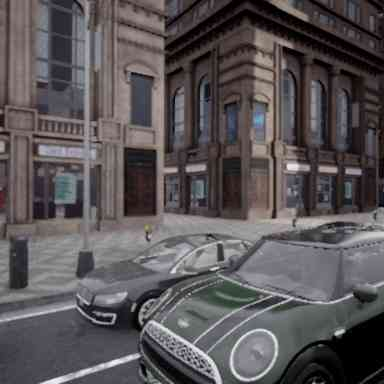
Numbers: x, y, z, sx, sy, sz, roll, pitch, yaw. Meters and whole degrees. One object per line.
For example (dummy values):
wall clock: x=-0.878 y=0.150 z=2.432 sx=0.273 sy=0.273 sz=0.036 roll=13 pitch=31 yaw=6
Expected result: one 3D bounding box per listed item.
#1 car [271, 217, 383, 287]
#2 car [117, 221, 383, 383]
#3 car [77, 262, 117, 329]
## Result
car: x=4.556 y=1.570 z=9.900 sx=4.313 sy=1.339 sz=1.947 roll=0 pitch=0 yaw=-36
car: x=1.583 y=1.354 z=4.509 sx=4.553 sy=1.767 sz=2.097 roll=0 pitch=0 yaw=-36
car: x=-0.003 y=1.552 z=6.645 sx=4.403 sy=1.369 sz=2.008 roll=0 pitch=0 yaw=-36
